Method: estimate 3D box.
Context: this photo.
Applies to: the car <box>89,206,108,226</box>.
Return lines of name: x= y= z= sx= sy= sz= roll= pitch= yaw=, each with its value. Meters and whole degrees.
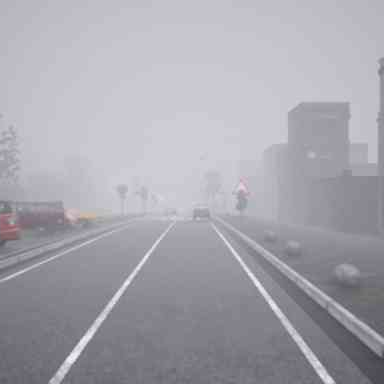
car: x=-9.367 y=1.802 z=24.786 sx=5.366 sy=1.575 sz=1.946 roll=0 pitch=-2 yaw=0

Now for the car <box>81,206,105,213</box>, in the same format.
car: x=-21.802 y=3.881 z=73.635 sx=4.674 sy=1.452 sz=2.002 roll=0 pitch=-3 yaw=0

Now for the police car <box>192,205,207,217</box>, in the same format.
police car: x=1.028 y=2.592 z=46.160 sx=1.930 sy=1.638 sz=5.238 roll=0 pitch=-3 yaw=0

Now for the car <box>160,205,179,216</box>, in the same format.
car: x=-3.254 y=2.892 z=51.378 sx=2.128 sy=1.511 sz=4.902 roll=0 pitch=-3 yaw=0

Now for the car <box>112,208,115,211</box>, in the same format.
car: x=-21.782 y=4.134 z=80.180 sx=5.008 sy=1.535 sz=2.097 roll=0 pitch=-3 yaw=0

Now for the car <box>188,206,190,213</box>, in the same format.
car: x=0.149 y=3.581 z=72.567 sx=2.097 sy=1.767 sz=4.553 roll=0 pitch=-3 yaw=0

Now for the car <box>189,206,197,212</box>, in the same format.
car: x=0.204 y=4.434 z=87.589 sx=2.033 sy=1.411 sz=5.357 roll=0 pitch=-3 yaw=0

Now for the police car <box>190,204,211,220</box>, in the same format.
police car: x=1.000 y=2.150 z=36.160 sx=1.930 sy=1.638 sz=5.238 roll=0 pitch=-2 yaw=0

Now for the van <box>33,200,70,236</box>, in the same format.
van: x=-9.641 y=1.427 z=18.837 sx=4.442 sy=1.987 sz=1.878 roll=0 pitch=-1 yaw=0

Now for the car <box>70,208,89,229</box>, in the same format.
car: x=-9.570 y=1.599 z=21.872 sx=4.553 sy=1.767 sz=2.185 roll=0 pitch=-2 yaw=0

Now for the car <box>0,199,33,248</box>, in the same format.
car: x=-9.520 y=1.275 z=12.647 sx=5.566 sy=2.045 sz=2.435 roll=0 pitch=-1 yaw=0

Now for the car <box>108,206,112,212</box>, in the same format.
car: x=-21.785 y=3.989 z=76.910 sx=4.892 sy=1.521 sz=2.231 roll=0 pitch=-3 yaw=0

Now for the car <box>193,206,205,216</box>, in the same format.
car: x=1.049 y=2.957 z=52.045 sx=1.812 sy=1.442 sz=4.674 roll=0 pitch=-3 yaw=0

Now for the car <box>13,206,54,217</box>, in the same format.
car: x=-21.883 y=2.651 z=46.157 sx=4.674 sy=1.452 sz=2.002 roll=0 pitch=-3 yaw=0

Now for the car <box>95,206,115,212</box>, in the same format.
car: x=-21.760 y=4.316 z=83.323 sx=4.674 sy=1.452 sz=2.002 roll=0 pitch=-3 yaw=0

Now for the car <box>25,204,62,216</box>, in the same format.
car: x=-21.942 y=2.626 z=49.331 sx=4.553 sy=1.767 sz=2.185 roll=0 pitch=-3 yaw=0
